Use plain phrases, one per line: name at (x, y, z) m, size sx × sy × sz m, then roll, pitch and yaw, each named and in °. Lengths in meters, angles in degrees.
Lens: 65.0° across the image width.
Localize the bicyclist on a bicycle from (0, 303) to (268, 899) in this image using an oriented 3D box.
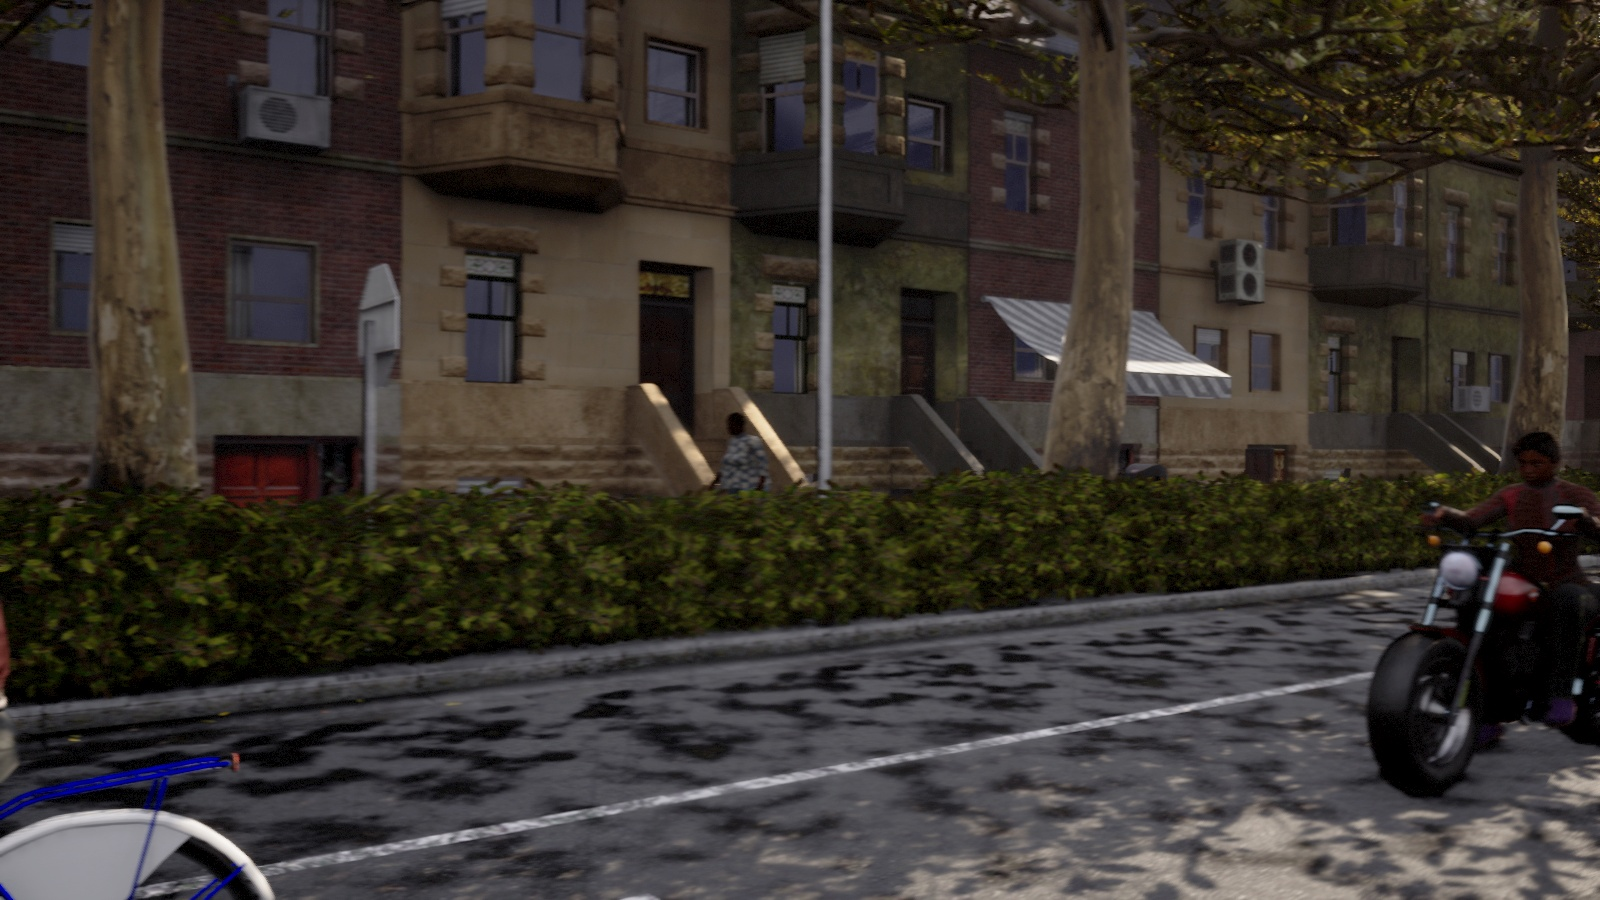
bicyclist on a bicycle at (-2.000, 0.625, 2.219) m, size 1.843 × 1.776 × 0.659 m, roll 0°, pitch 0°, yaw -36°

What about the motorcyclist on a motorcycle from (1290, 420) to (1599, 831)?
motorcyclist on a motorcycle at (3.401, 0.703, 6.026) m, size 2.350 × 1.649 × 0.766 m, roll 0°, pitch 0°, yaw -35°

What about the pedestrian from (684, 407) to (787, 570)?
pedestrian at (-0.771, 0.440, 14.893) m, size 0.900 × 1.855 × 0.874 m, roll 0°, pitch 0°, yaw -31°
